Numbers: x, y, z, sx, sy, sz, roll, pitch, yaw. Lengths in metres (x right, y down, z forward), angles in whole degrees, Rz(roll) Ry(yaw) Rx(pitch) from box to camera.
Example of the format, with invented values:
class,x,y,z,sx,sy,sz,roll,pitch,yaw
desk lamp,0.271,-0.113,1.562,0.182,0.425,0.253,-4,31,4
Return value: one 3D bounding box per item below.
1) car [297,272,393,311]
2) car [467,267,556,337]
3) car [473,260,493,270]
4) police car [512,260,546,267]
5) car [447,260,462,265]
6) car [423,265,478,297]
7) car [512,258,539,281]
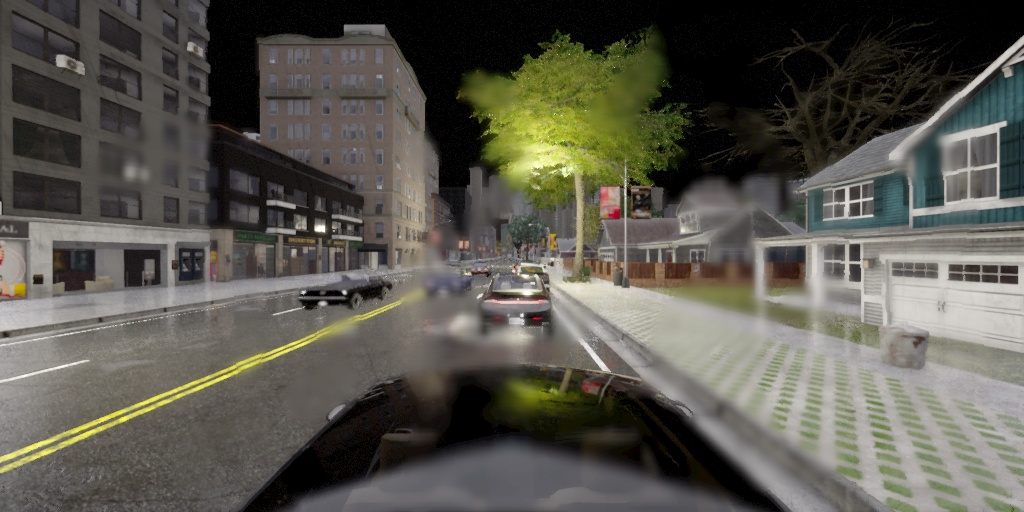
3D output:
class,x,y,z,sx,sy,sz,roll,pitch,yaw
car,-6.552,1.349,14.646,1.895,1.301,4.718,0,0,0
car,0.130,1.241,10.333,2.128,1.511,4.902,0,0,0
car,-3.019,1.281,35.888,2.033,1.411,5.357,0,0,0
police car,1.044,1.170,20.583,1.930,1.638,5.238,0,0,0
car,-9.605,1.282,59.823,1.994,1.385,4.181,0,0,1
car,-3.089,1.347,18.518,1.895,1.301,4.718,0,0,0
car,1.080,1.089,30.443,2.097,1.767,4.553,0,0,0
